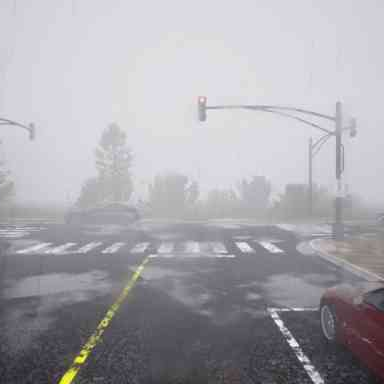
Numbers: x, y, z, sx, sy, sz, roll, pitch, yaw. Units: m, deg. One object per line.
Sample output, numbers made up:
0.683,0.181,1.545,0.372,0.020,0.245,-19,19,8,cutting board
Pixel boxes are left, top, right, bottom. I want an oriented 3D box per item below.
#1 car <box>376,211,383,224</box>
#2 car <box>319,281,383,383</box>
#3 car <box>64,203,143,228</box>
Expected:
14.555,1.475,21.703,4.674,1.442,1.812,0,1,0,car
2.813,1.581,3.545,1.802,1.307,4.206,-1,0,0,car
-5.605,1.472,21.335,4.902,1.511,2.128,0,1,-1,car
